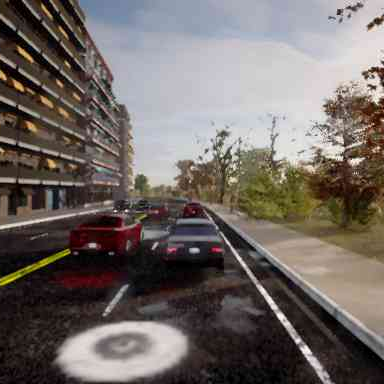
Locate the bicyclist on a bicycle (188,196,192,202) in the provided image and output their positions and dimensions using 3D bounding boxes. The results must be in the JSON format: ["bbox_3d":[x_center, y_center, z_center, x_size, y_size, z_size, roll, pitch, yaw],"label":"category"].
[{"bbox_3d":[-0.306,1.923,79.787,0.582,1.620,1.656,0,-1,-3],"label":"bicyclist on a bicycle"}]

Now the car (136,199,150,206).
[{"bbox_3d":[-6.595,1.780,46.005,1.837,1.490,4.892,0,-1,-1],"label":"car"}]

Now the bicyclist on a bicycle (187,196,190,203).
[{"bbox_3d":[-0.909,1.890,88.838,0.659,1.776,1.843,0,0,-4],"label":"bicyclist on a bicycle"}]

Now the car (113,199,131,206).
[{"bbox_3d":[-9.852,1.785,47.010,1.837,1.490,4.892,0,-1,-1],"label":"car"}]

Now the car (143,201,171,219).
[{"bbox_3d":[-3.110,1.750,31.624,1.994,1.385,4.181,0,0,0],"label":"car"}]

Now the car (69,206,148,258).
[{"bbox_3d":[-3.154,1.553,13.093,1.882,1.535,5.008,0,0,0],"label":"car"}]

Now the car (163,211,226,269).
[{"bbox_3d":[0.085,1.613,11.361,2.033,1.411,5.357,0,0,1],"label":"car"}]

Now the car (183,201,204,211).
[{"bbox_3d":[0.145,1.671,32.711,1.882,1.535,5.008,0,0,0],"label":"car"}]
